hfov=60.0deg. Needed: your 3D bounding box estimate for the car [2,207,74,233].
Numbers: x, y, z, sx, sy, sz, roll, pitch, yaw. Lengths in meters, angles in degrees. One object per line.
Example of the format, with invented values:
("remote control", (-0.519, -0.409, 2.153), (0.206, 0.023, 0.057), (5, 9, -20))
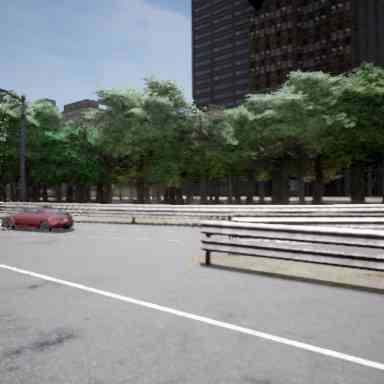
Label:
("car", (-9.201, 1.577, 19.919), (4.181, 1.385, 1.994), (0, 0, 20))
